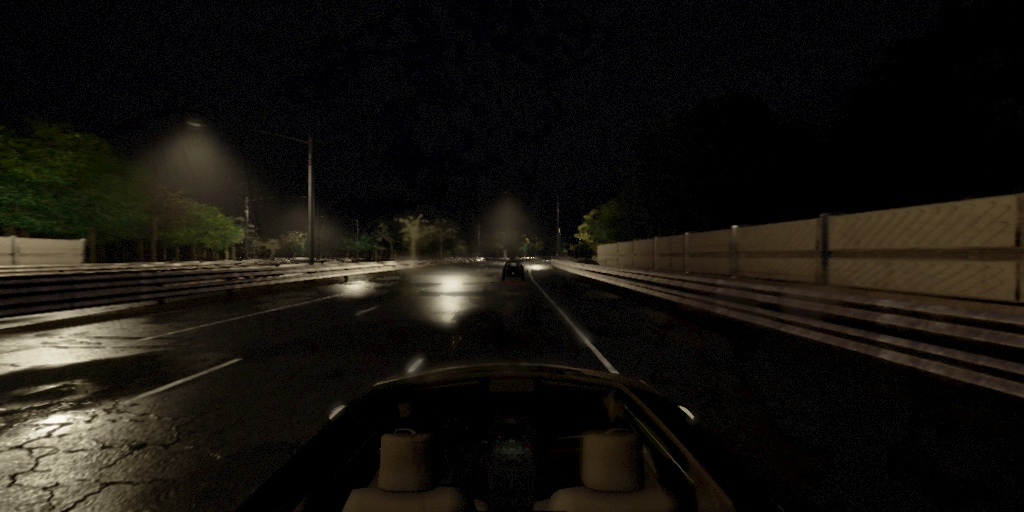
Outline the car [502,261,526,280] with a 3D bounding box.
[{"bbox_3d":[0.131,1.194,30.797,1.882,1.535,5.008,0,0,1],"label":"car"}]
